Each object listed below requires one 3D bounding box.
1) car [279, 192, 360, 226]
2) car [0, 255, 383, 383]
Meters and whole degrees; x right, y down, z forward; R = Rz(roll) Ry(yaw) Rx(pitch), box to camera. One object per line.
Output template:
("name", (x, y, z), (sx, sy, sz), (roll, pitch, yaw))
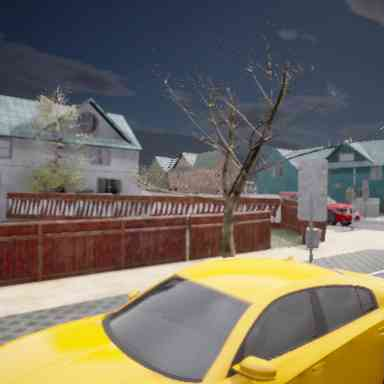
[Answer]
("car", (8.070, 1.053, 22.022), (2.150, 2.045, 5.566), (2, 0, -36))
("car", (0.441, 1.491, 3.328), (5.008, 1.535, 1.882), (0, 0, -35))
